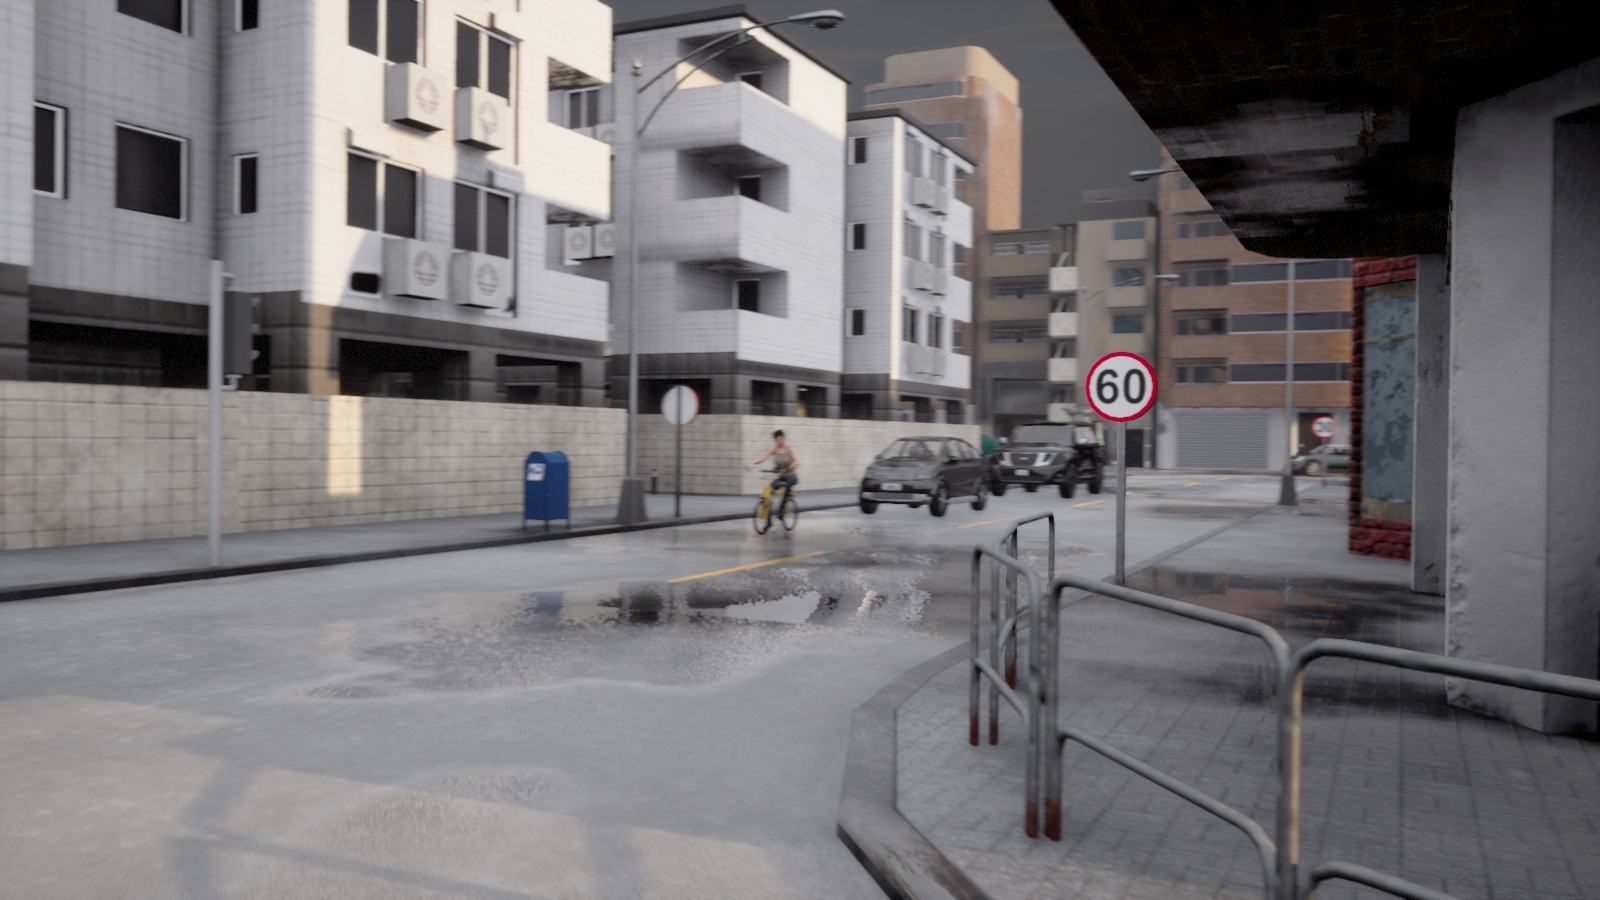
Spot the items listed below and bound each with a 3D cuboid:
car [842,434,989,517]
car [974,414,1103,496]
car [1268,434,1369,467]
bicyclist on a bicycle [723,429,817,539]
[{"bbox_3d":[2.417,0.459,25.406,1.789,1.549,3.705,0,1,25],"label":"car"},{"bbox_3d":[6.637,0.089,34.396,2.150,2.045,5.566,0,1,25],"label":"car"},{"bbox_3d":[23.799,0.016,57.744,3.806,1.475,1.970,0,1,-2],"label":"car"},{"bbox_3d":[-0.443,0.491,19.345,0.866,1.612,1.509,0,1,25],"label":"bicyclist on a bicycle"}]
